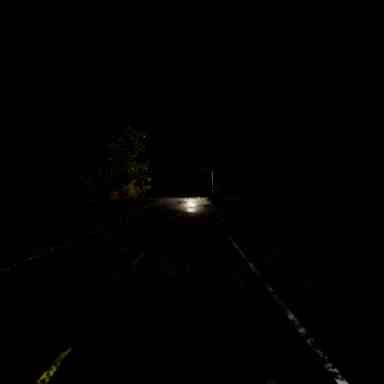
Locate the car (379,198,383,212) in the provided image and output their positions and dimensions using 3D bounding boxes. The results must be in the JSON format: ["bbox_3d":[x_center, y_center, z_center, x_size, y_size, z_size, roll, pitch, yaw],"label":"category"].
[{"bbox_3d":[18.301,0.818,27.797,4.553,1.767,2.097,-1,0,0],"label":"car"}]
